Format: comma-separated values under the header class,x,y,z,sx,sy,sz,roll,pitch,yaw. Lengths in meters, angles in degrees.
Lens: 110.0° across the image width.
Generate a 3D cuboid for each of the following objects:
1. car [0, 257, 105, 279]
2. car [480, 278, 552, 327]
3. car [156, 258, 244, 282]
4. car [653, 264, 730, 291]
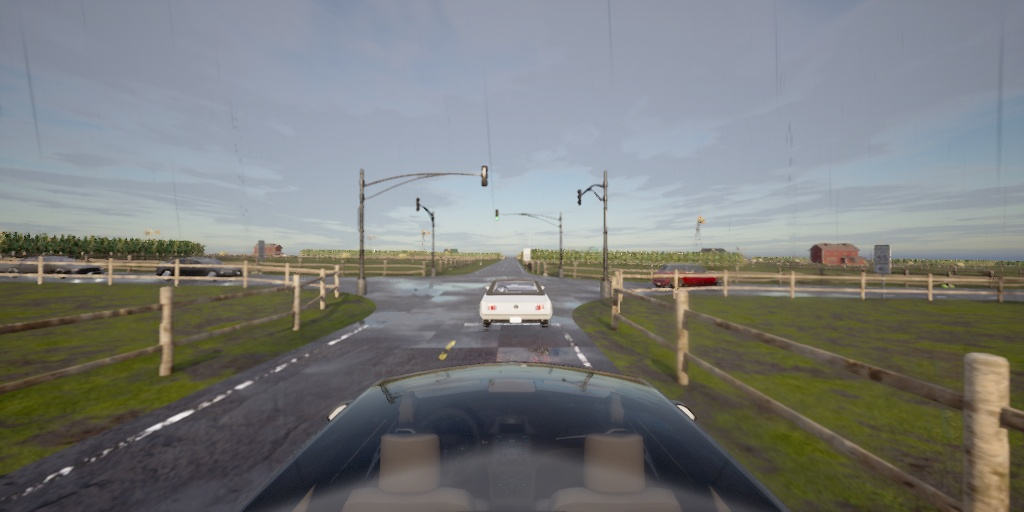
class,x,y,z,sx,sy,sz,roll,pitch,yaw
car,-30.302,0.739,23.602,5.357,1.411,2.033,1,0,0
car,0.101,1.343,11.392,1.895,1.301,4.718,0,0,0
car,-20.413,0.876,23.594,4.892,1.490,1.837,1,0,0
car,11.706,1.325,23.391,4.553,1.767,2.097,1,0,-7
